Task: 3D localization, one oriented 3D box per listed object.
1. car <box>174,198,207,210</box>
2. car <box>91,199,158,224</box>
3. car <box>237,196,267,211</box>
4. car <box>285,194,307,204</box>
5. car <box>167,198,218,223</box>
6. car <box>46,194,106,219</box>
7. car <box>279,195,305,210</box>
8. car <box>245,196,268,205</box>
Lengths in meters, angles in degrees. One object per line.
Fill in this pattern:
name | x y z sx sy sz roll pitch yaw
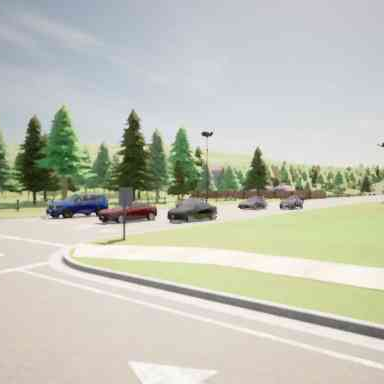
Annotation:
car | -0.138 1.522 43.122 1.812 1.442 4.674 0 0 36
car | -4.718 1.475 25.048 1.882 1.535 5.008 0 0 36
car | 7.744 1.544 42.057 2.033 1.411 5.357 0 0 36
car | 17.154 1.129 54.743 1.882 1.535 5.008 0 0 36
car | 0.110 1.475 25.717 1.882 1.535 5.008 0 0 36
car | -10.041 1.213 29.626 2.150 2.045 5.566 0 1 37
car | 12.881 1.489 43.129 2.128 1.511 4.902 0 0 36
car | 11.507 1.505 58.879 2.128 1.511 4.902 0 0 36
